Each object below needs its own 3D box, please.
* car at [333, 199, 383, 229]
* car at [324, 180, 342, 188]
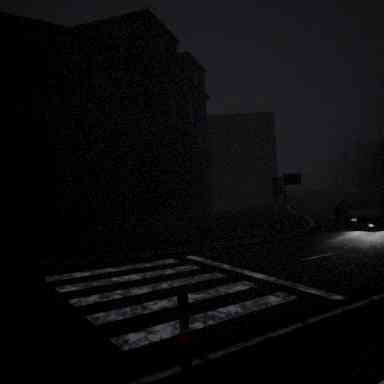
[{"bbox_3d":[9.449,1.138,19.076,2.033,1.411,5.357,-2,2,13],"label":"car"},{"bbox_3d":[25.690,-1.532,60.728,1.882,1.535,5.008,-3,1,5],"label":"car"}]
